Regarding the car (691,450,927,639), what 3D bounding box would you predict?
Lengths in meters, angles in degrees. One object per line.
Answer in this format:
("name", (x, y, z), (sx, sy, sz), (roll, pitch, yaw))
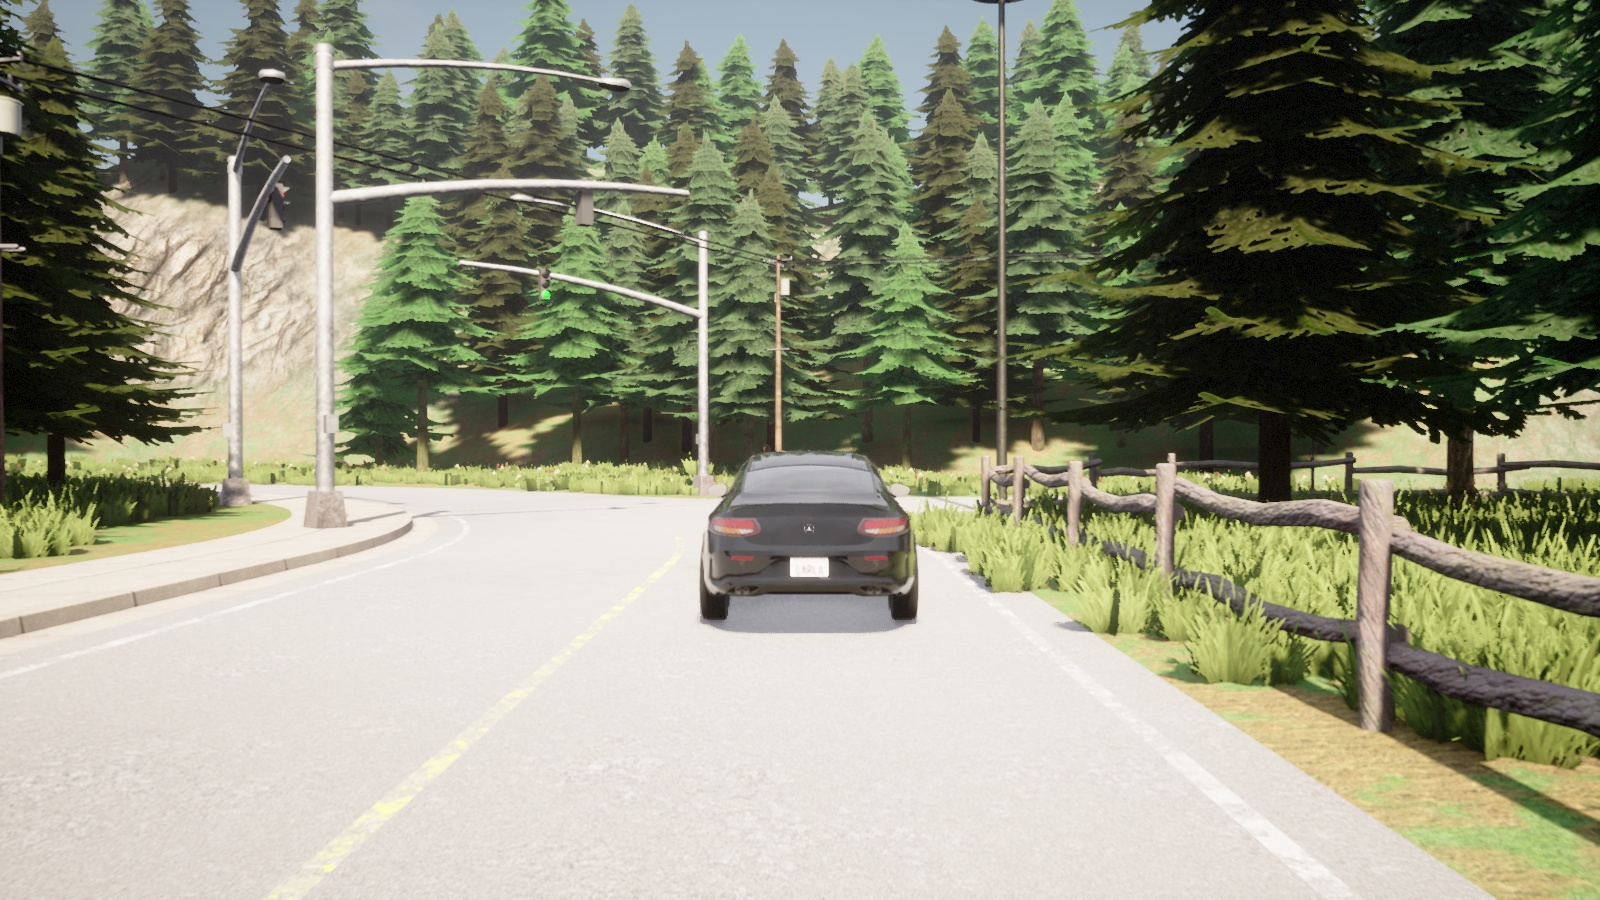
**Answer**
("car", (0.082, 0.729, 12.013), (1.812, 1.442, 4.674), (0, 0, 0))
